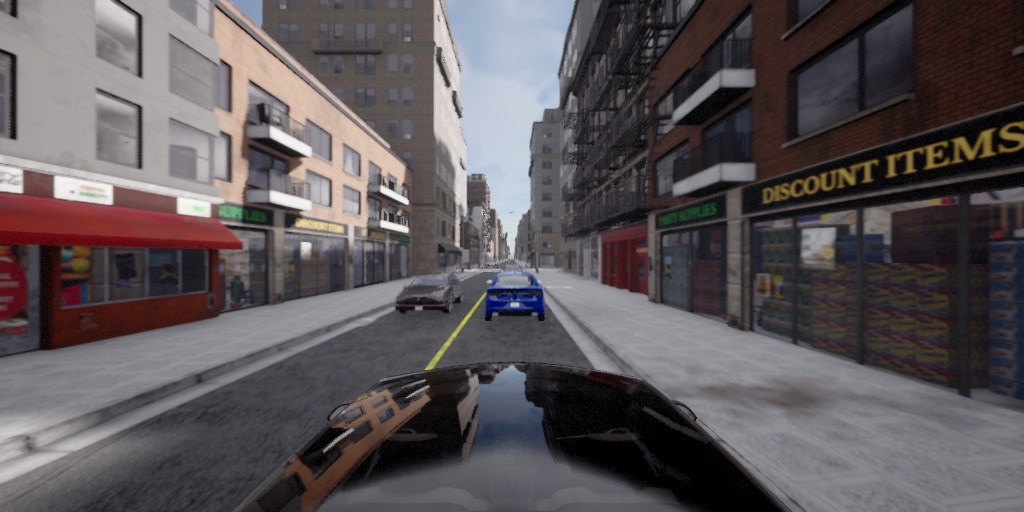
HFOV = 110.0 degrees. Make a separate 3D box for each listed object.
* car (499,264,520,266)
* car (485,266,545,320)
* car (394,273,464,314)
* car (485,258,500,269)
[{"bbox_3d":[0.106,1.510,31.959,2.033,1.411,5.357,0,0,0],"label":"car"},{"bbox_3d":[0.094,1.304,13.027,1.882,1.535,5.008,0,0,0],"label":"car"},{"bbox_3d":[-3.099,1.385,14.603,2.033,1.411,5.357,0,0,0],"label":"car"},{"bbox_3d":[-2.987,1.082,55.632,2.097,1.767,4.553,0,0,0],"label":"car"}]
